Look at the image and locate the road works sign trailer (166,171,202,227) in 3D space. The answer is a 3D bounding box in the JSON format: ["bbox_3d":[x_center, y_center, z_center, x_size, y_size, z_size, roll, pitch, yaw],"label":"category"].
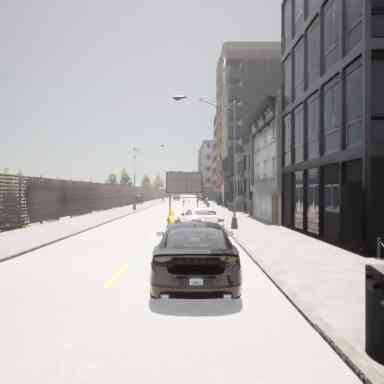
[{"bbox_3d":[-0.557,0.464,21.330,2.380,3.560,2.880,0,0,-17],"label":"road works sign trailer"}]

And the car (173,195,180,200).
[{"bbox_3d":[-4.274,1.564,91.495,1.994,1.385,4.181,0,0,0],"label":"car"}]

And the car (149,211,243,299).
[{"bbox_3d":[0.074,1.478,8.500,1.882,1.535,5.008,0,0,0],"label":"car"}]

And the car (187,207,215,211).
[{"bbox_3d":[0.451,1.539,17.850,1.812,1.442,4.674,0,-1,-10],"label":"car"}]
